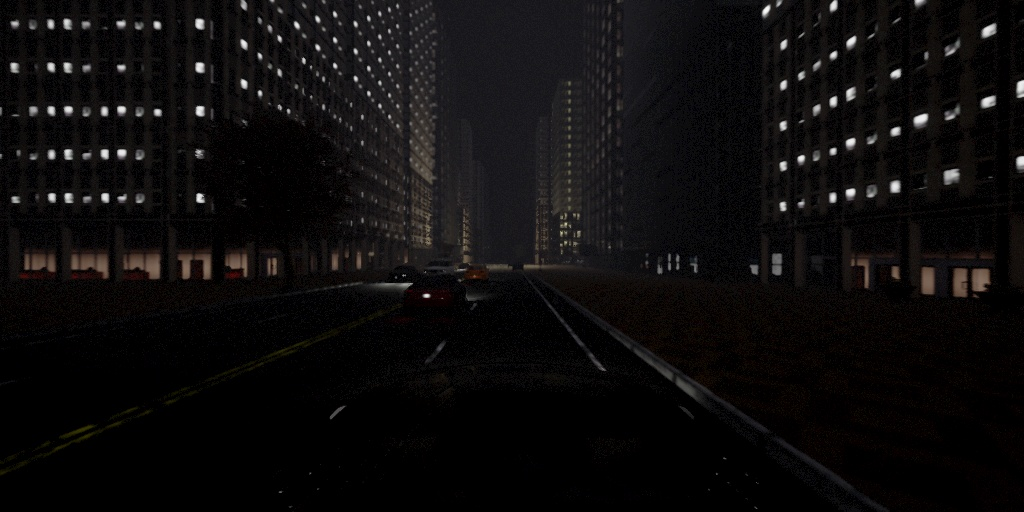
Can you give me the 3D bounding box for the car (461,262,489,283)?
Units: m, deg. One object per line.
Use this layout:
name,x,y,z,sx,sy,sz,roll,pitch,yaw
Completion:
car,-3.141,1.562,32.649,1.882,1.535,5.008,0,0,0

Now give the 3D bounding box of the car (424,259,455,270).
car,-6.587,1.311,32.899,2.150,2.045,5.566,0,-1,0

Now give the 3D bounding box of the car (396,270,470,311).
car,-3.148,1.460,15.242,1.994,1.385,4.181,0,-1,0

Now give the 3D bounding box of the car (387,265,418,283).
car,-9.834,1.591,32.834,1.837,1.490,4.892,0,-1,0
